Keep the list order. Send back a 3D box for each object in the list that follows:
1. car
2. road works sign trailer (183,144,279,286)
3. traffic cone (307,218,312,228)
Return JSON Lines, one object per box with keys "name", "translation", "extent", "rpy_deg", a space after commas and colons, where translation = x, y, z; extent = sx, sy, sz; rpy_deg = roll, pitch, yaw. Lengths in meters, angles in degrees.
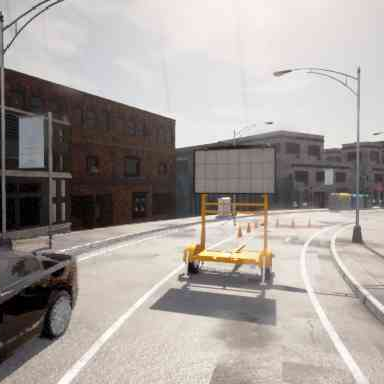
{"name": "car", "translation": [-3.143, 1.470, 3.830], "extent": [1.882, 1.535, 5.008], "rpy_deg": [0, 0, 8]}
{"name": "road works sign trailer", "translation": [1.251, 0.462, 9.687], "extent": [2.380, 3.560, 2.880], "rpy_deg": [0, 0, 20]}
{"name": "traffic cone", "translation": [7.479, 1.982, 21.165], "extent": [0.340, 0.580, 0.340], "rpy_deg": [1, 0, 22]}
